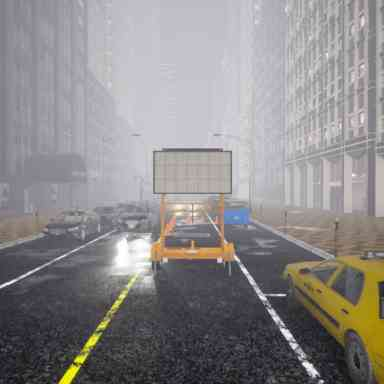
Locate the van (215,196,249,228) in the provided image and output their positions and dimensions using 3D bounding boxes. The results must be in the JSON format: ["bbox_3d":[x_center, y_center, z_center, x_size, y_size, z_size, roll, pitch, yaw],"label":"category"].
[{"bbox_3d":[2.690,1.336,21.912,1.690,1.788,3.998,-1,0,0],"label":"van"}]

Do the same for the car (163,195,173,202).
[{"bbox_3d":[-5.667,1.420,78.752,1.967,1.590,4.097,-1,0,0],"label":"car"}]

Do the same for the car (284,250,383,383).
[{"bbox_3d":[2.685,1.524,5.031,1.752,1.417,4.829,-1,0,0],"label":"car"}]

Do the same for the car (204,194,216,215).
[{"bbox_3d":[2.694,1.307,33.279,2.192,1.841,5.009,-1,0,0],"label":"car"}]

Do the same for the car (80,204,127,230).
[{"bbox_3d":[-5.689,1.561,21.916,1.947,1.339,4.313,-1,0,0],"label":"car"}]

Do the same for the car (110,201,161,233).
[{"bbox_3d":[-3.094,1.487,19.540,2.128,1.511,4.902,0,0,0],"label":"car"}]

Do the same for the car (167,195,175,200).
[{"bbox_3d":[-5.661,1.501,89.950,1.752,1.417,4.829,-1,0,0],"label":"car"}]

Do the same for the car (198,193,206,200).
[{"bbox_3d":[2.717,1.291,90.116,2.192,1.841,5.009,-1,0,0],"label":"car"}]

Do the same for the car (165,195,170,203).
[{"bbox_3d":[-5.673,1.536,61.701,2.008,1.369,4.403,-1,0,0],"label":"car"}]

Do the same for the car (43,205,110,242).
[{"bbox_3d":[-5.691,1.547,16.232,2.008,1.369,4.403,-1,0,0],"label":"car"}]

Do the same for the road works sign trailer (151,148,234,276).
[{"bbox_3d":[0.020,0.462,10.279,2.380,3.560,2.880,0,0,0],"label":"road works sign trailer"}]

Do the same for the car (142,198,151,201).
[{"bbox_3d":[-5.685,1.543,33.283,2.008,1.369,4.403,-1,0,0],"label":"car"}]

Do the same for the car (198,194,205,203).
[{"bbox_3d":[2.708,1.536,61.697,2.008,1.369,4.403,-1,0,0],"label":"car"}]

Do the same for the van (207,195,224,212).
[{"bbox_3d":[2.696,1.332,38.963,1.690,1.788,3.998,-1,0,0],"label":"van"}]

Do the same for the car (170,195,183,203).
[{"bbox_3d":[-2.972,1.488,69.030,1.837,1.490,4.892,0,0,0],"label":"car"}]

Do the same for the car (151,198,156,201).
[{"bbox_3d":[-5.682,1.573,38.967,1.802,1.307,4.206,-1,0,0],"label":"car"}]

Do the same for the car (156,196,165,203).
[{"bbox_3d":[-5.678,1.539,50.334,2.008,1.369,4.403,-1,0,0],"label":"car"}]
